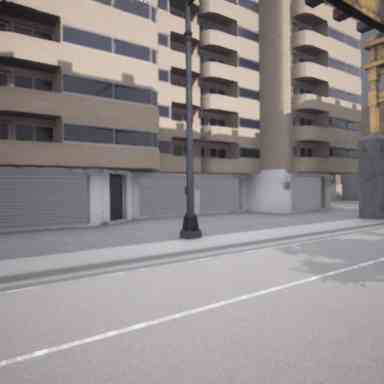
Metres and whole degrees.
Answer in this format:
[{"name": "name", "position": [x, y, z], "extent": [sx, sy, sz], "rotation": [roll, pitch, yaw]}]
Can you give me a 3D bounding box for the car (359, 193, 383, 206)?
[{"name": "car", "position": [19.613, 0.711, 34.396], "extent": [1.853, 1.218, 4.536], "rotation": [-1, 1, -10]}]
